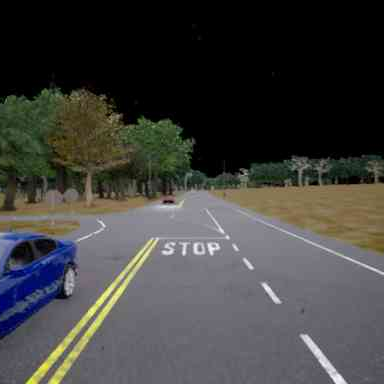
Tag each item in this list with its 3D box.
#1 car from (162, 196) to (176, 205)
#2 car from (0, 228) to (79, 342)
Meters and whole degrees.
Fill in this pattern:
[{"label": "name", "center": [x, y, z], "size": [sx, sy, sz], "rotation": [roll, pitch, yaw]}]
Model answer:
[{"label": "car", "center": [-3.505, 1.289, 51.534], "size": [1.895, 1.301, 4.718], "rotation": [0, 1, 0]}, {"label": "car", "center": [-3.499, 1.474, 5.565], "size": [1.882, 1.535, 5.008], "rotation": [0, 0, 0]}]
